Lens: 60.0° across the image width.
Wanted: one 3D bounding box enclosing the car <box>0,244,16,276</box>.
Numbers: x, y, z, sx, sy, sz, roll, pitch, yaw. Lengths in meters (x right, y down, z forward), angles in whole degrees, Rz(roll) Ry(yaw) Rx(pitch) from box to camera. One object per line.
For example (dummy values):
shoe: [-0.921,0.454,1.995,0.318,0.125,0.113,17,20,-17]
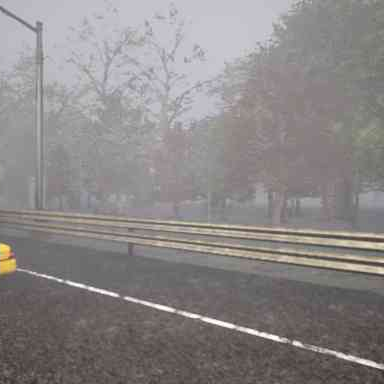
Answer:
car: [-6.764,1.428,8.215,5.366,1.575,1.801,0,1,26]
